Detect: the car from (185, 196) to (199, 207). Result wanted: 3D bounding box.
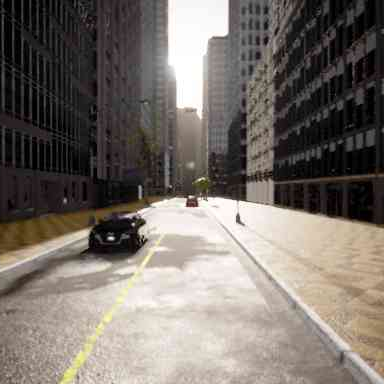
[{"bbox_3d":[-0.003,1.552,51.411,1.994,1.385,4.181,0,0,0],"label":"car"}]

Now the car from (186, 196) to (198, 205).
[{"bbox_3d":[-0.004,1.485,61.440,2.128,1.511,4.902,0,0,0],"label":"car"}]

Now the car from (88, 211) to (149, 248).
[{"bbox_3d":[-3.049,1.555,14.534,1.994,1.385,4.181,0,0,1],"label":"car"}]
